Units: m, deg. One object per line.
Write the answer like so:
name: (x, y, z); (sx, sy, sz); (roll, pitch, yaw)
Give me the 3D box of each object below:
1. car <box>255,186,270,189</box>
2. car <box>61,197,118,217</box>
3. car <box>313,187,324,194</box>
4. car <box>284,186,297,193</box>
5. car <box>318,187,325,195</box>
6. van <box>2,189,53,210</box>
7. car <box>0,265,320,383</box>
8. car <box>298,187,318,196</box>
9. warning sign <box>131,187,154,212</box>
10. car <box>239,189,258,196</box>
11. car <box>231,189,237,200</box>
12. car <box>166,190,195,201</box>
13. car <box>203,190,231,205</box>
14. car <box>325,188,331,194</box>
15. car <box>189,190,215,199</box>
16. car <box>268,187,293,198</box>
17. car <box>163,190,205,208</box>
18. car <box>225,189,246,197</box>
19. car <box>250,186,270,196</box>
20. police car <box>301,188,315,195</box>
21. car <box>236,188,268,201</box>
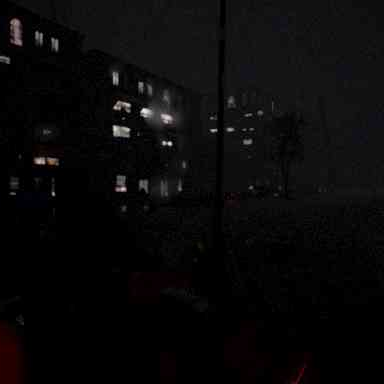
car: (12.494, -0.009, 57.526); (2.150, 2.045, 5.566); (2, 2, 35)
car: (-7.382, 1.011, 24.251); (1.947, 1.339, 4.313); (3, 2, 35)
car: (32.430, -0.395, 85.262); (2.097, 1.767, 4.553); (1, 2, 28)
car: (23.916, -0.489, 83.878); (2.192, 1.841, 5.009); (3, 2, 35)
car: (27.608, 0.035, 74.531); (2.008, 1.369, 4.403); (3, 2, 35)
van: (-14.255, 0.584, 29.026); (1.690, 1.788, 3.998); (3, 3, 35)
car: (-1.027, 1.499, 3.605); (4.507, 1.381, 1.887); (1, 1, 36)
car: (24.427, 0.121, 69.962); (2.008, 1.369, 4.403); (3, 2, 35)
warning sign: (-3.757, 0.571, 25.325); (1.300, 1.860, 1.060); (1, 0, 35)
car: (11.091, 0.069, 65.462); (1.752, 1.417, 4.829); (3, 2, 35)
car: (6.450, 0.463, 48.780); (1.812, 1.442, 4.674); (2, 2, 36)
car: (-1.536, 0.456, 47.318); (1.947, 1.339, 4.313); (3, 3, 35)
car: (2.161, 0.731, 37.963); (2.008, 1.369, 4.403); (3, 2, 35)
car: (33.972, -0.248, 83.670); (1.967, 1.590, 4.097); (3, 2, 35)
car: (1.645, 0.353, 51.889); (2.008, 1.369, 4.403); (3, 2, 35)
car: (14.982, 0.353, 56.387); (1.752, 1.417, 4.829); (3, 2, 35)
car: (-1.021, 0.813, 33.391); (1.887, 1.381, 4.507); (3, 2, 35)
car: (8.006, 0.194, 61.032); (1.947, 1.339, 4.313); (3, 2, 35)
car: (14.374, -0.230, 70.165); (2.192, 1.841, 5.009); (3, 2, 35)
police car: (26.972, -0.167, 77.143); (1.930, 1.638, 5.238); (2, 2, 32)
car: (8.522, 0.555, 47.105); (2.008, 1.369, 4.403); (3, 2, 35)
